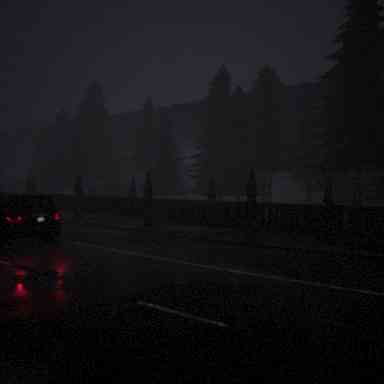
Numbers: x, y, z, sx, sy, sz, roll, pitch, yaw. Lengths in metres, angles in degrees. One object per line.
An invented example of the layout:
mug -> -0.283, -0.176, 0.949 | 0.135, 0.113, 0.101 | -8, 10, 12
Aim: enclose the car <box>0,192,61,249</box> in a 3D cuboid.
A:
car -> -7.665, 1.008, 13.647 | 5.566, 2.045, 2.150 | 2, 1, 36
